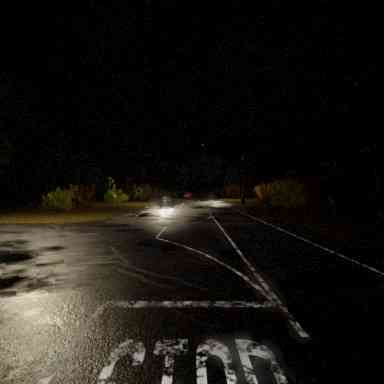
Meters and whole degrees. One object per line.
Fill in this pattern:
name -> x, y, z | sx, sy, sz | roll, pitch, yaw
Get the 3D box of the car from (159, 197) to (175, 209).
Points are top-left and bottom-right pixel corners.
car -> -3.420, 1.456, 45.604 | 2.128, 1.511, 4.902 | 0, 0, 0
